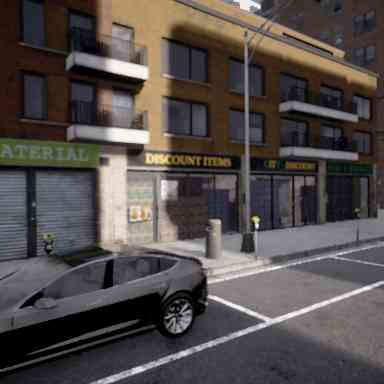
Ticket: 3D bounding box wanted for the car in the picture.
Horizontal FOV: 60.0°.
[{"bbox_3d":[-1.713,1.547,4.966,4.313,1.339,1.947,-1,1,-35],"label":"car"}]
